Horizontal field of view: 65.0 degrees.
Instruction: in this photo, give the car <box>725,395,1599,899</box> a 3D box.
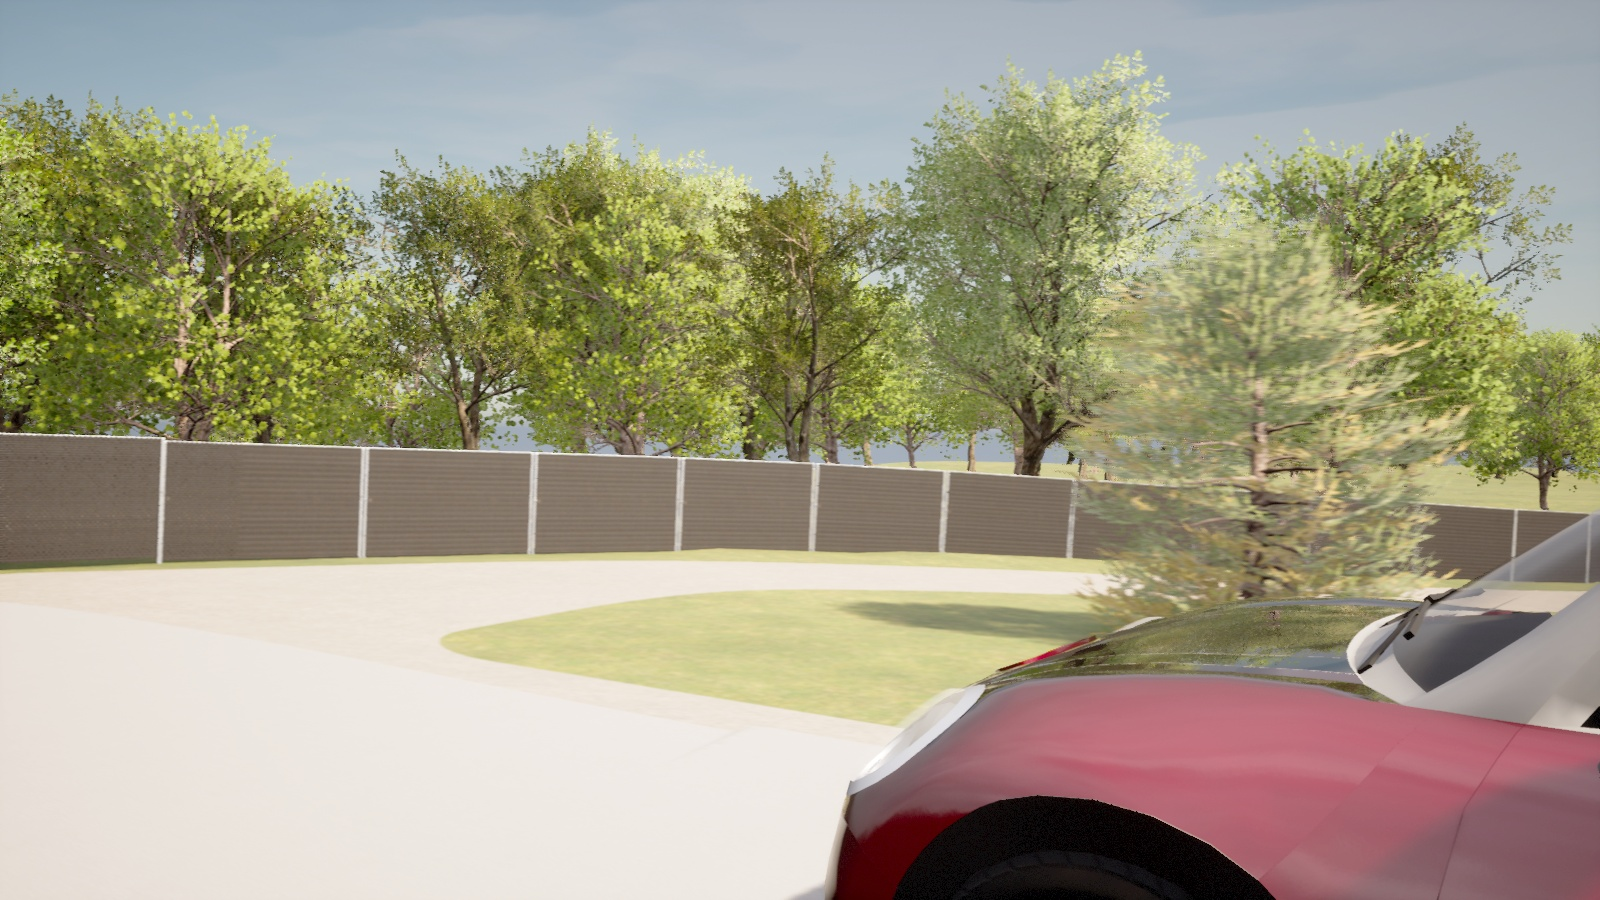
[{"bbox_3d":[1.984,0.648,2.302,3.806,1.475,1.970,0,1,34],"label":"car"}]
